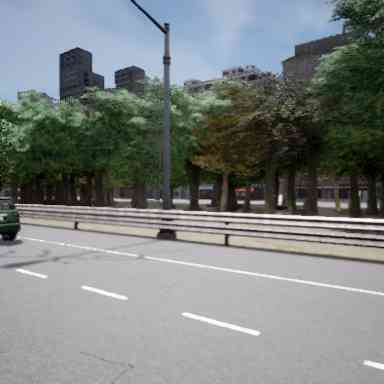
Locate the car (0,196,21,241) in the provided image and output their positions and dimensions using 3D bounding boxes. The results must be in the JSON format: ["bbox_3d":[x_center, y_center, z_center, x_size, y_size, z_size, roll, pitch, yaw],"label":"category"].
[{"bbox_3d":[-10.194,1.218,15.466,5.566,2.045,2.150,0,0,36],"label":"car"}]
